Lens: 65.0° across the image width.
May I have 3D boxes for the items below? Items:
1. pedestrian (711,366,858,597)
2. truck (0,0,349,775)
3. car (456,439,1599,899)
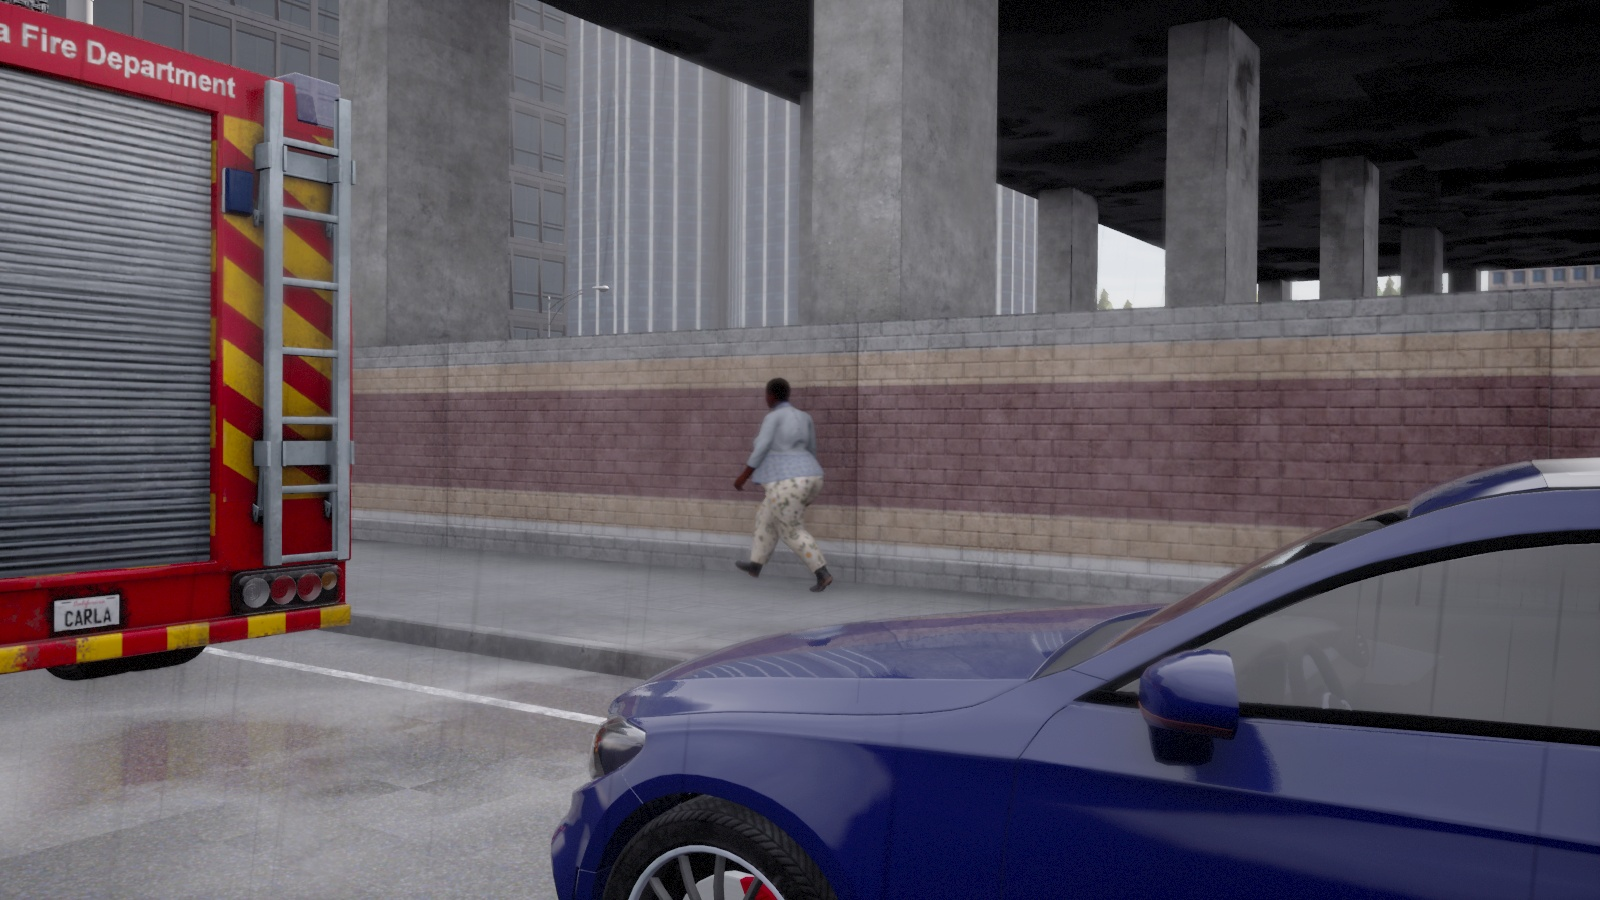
[{"bbox_3d":[-0.127,0.250,10.692,0.900,1.855,0.874,0,1,34],"label":"pedestrian"},{"bbox_3d":[-6.880,-0.483,8.172,8.468,3.827,2.891,0,1,34],"label":"truck"},{"bbox_3d":[1.618,0.708,2.546,4.674,1.442,1.812,0,1,33],"label":"car"}]
